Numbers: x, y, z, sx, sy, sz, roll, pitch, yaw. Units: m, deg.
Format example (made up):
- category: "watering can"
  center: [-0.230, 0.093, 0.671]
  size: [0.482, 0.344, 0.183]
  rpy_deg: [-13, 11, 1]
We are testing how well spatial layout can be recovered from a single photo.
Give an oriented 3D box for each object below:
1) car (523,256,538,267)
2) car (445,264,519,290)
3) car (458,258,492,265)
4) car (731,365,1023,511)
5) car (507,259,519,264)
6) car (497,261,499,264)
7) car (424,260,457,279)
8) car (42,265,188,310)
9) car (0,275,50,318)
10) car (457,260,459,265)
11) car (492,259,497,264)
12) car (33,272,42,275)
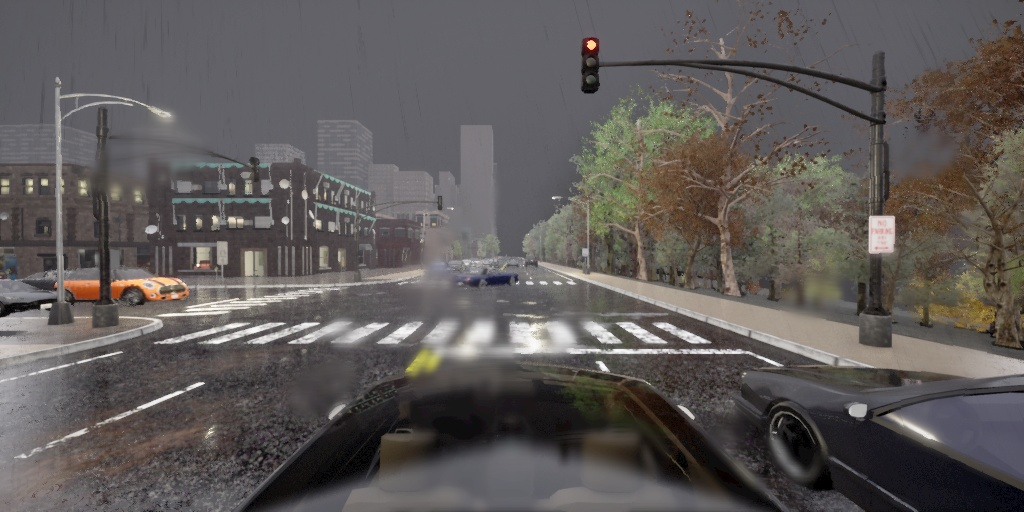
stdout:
- category: "car"
  center: [3.428, 0.947, 64.252]
  size: [2.150, 2.045, 5.566]
  rpy_deg: [0, 0, 0]
- category: "car"
  center: [-1.602, 1.345, 22.297]
  size: [1.895, 1.301, 4.718]
  rpy_deg: [0, 0, 36]
- category: "car"
  center: [-3.305, 1.232, 32.968]
  size: [2.128, 1.511, 4.902]
  rpy_deg: [0, 0, 0]
- category: "car"
  center: [3.350, 1.297, 1.504]
  size: [2.033, 1.411, 5.357]
  rpy_deg: [0, 0, 0]
- category: "car"
  center: [0.182, 1.289, 64.552]
  size: [1.994, 1.385, 4.181]
  rpy_deg: [0, 0, 0]
- category: "car"
  center: [-3.278, 1.223, 51.776]
  size: [2.128, 1.511, 4.902]
  rpy_deg: [0, 0, 0]
- category: "car"
  center: [-6.557, 1.266, 32.981]
  size: [1.812, 1.442, 4.674]
  rpy_deg: [0, 0, 0]
- category: "car"
  center: [-17.736, 1.298, 16.420]
  size: [4.553, 1.767, 2.097]
  rpy_deg: [-1, 1, -1]
- category: "car"
  center: [-19.932, 1.564, 13.681]
  size: [4.313, 1.339, 1.948]
  rpy_deg: [0, 0, 0]
- category: "car"
  center: [-6.543, 1.241, 42.241]
  size: [1.837, 1.490, 4.892]
  rpy_deg: [0, 0, 0]
- category: "car"
  center: [-3.292, 1.227, 42.373]
  size: [2.128, 1.511, 4.902]
  rpy_deg: [0, 0, 0]
- category: "car"
  center: [-28.255, 1.559, 22.204]
  size: [4.403, 1.370, 2.007]
  rpy_deg: [0, 0, 0]
